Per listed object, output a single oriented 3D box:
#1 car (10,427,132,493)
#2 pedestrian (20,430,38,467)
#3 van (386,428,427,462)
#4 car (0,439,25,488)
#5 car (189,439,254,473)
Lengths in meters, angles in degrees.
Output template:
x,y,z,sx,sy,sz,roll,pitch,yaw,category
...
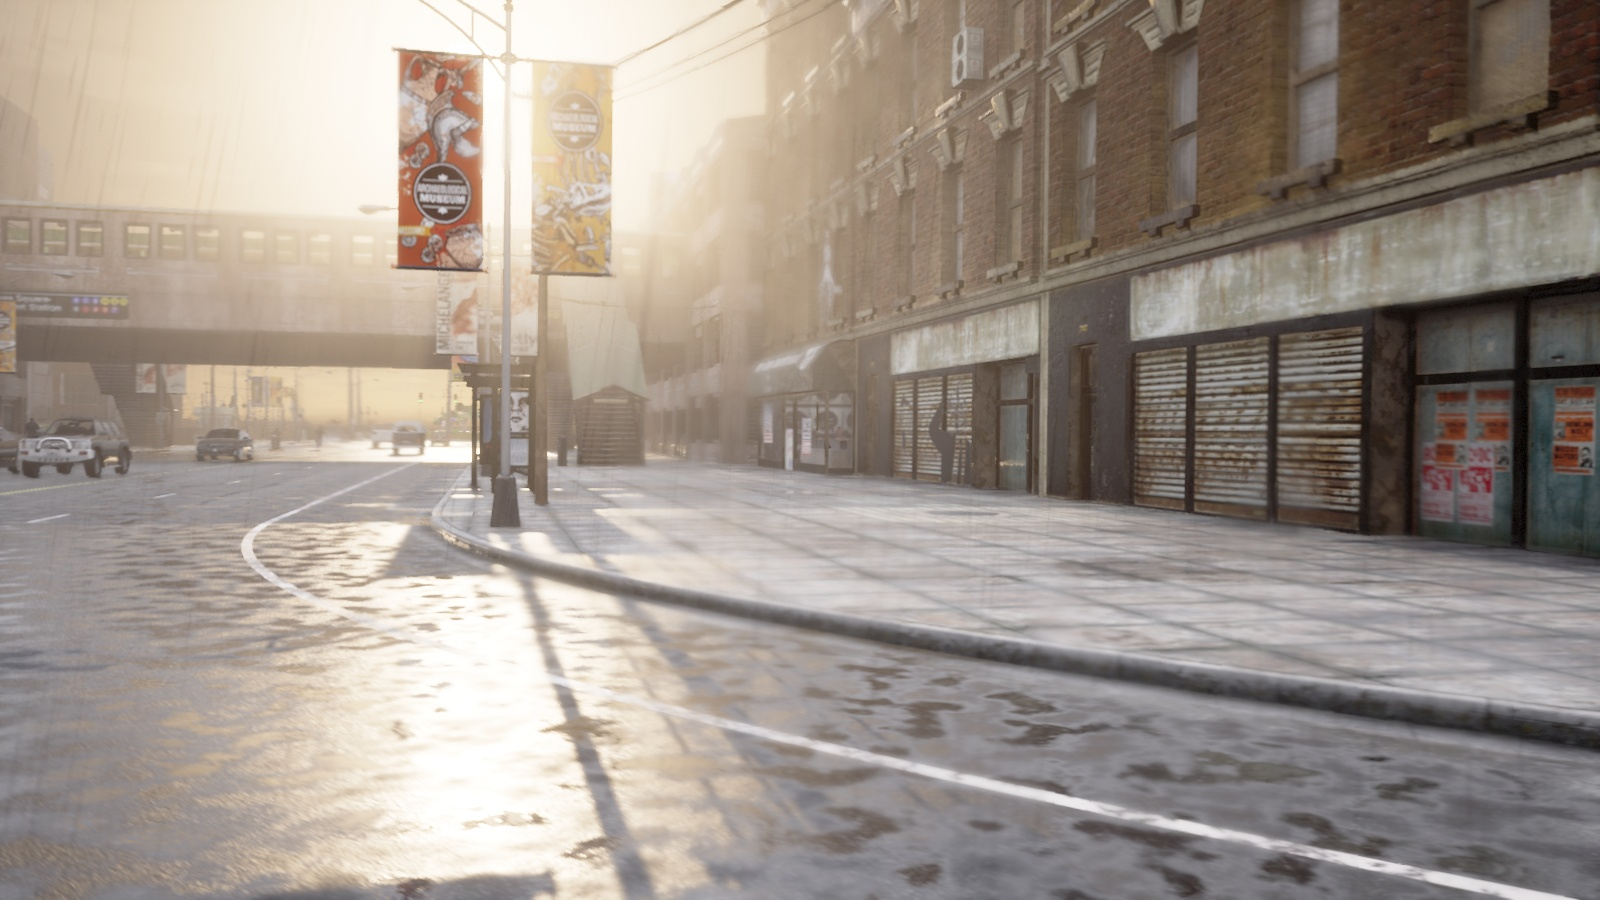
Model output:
x,y,z,sx,sy,sz,roll,pitch,yaw,category
-21.797,0.255,37.763,1.932,1.855,4.605,-1,1,-14,car
-38.937,-0.084,63.392,0.563,1.883,0.849,-1,1,-18,pedestrian
-24.182,-0.317,77.383,2.069,2.038,4.480,-1,1,-13,van
-25.594,0.426,38.562,1.970,1.475,3.806,-1,1,-14,car
-26.875,0.225,58.505,1.837,1.490,4.892,-1,1,-14,car
